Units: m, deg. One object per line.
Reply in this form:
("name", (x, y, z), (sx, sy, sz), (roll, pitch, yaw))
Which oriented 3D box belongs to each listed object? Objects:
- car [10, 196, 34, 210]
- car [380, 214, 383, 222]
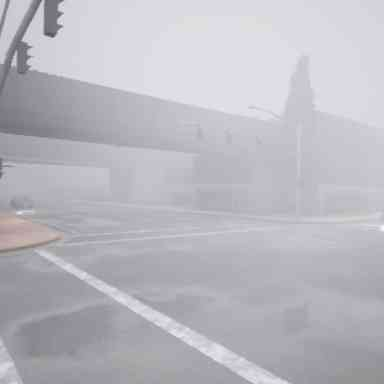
("car", (-19.242, 1.207, 37.626), (2.128, 1.511, 4.902), (1, 1, -37))
("car", (17.023, 1.823, 26.402), (5.357, 1.411, 2.033), (1, 0, -37))
